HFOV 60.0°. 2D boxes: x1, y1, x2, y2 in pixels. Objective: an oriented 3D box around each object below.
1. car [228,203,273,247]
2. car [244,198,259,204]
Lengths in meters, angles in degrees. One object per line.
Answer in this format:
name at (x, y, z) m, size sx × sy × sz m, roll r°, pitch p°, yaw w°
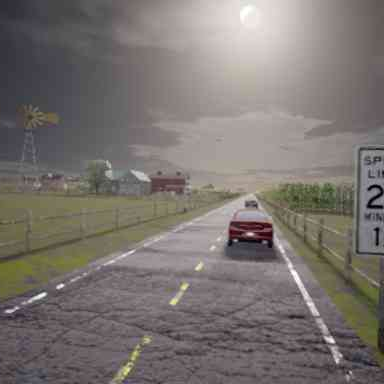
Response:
car at (2.764, 1.540, 15.694) m, size 1.882 × 1.535 × 5.008 m, roll 2°, pitch 0°, yaw 10°
car at (8.596, 1.681, 48.061) m, size 1.837 × 1.490 × 4.892 m, roll 2°, pitch 0°, yaw 10°
